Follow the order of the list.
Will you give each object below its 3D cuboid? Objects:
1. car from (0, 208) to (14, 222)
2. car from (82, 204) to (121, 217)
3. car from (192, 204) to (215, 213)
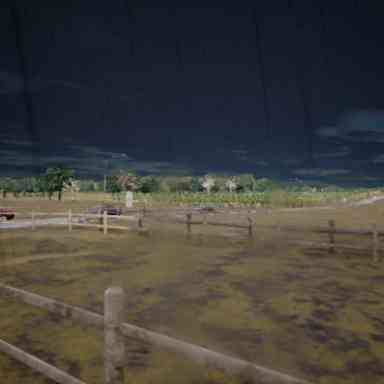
[{"bbox_3d":[-17.736,1.889,27.986,1.882,1.535,5.008,1,-1,36],"label":"car"},{"bbox_3d":[-10.376,2.194,38.358,1.837,1.490,4.892,1,0,36],"label":"car"},{"bbox_3d":[1.923,2.724,55.678,2.128,1.511,4.902,1,-1,36],"label":"car"}]
